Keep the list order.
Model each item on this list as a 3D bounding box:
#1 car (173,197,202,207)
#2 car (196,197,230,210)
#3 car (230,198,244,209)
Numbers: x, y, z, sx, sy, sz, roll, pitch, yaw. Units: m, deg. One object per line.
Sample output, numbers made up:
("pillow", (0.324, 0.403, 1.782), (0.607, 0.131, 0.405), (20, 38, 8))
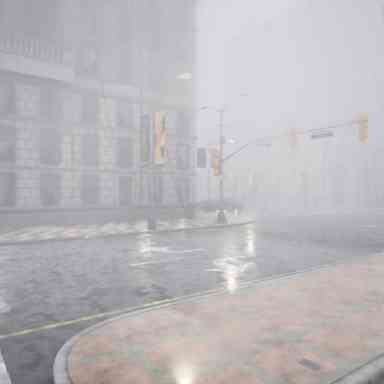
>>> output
("car", (-0.798, 1.547, 52.624), (2.033, 1.411, 5.357), (0, 0, -35))
("car", (2.326, 1.564, 42.245), (1.994, 1.385, 4.181), (0, 0, -36))
("car", (4.887, 1.505, 44.678), (1.837, 1.490, 4.892), (0, 0, -36))
